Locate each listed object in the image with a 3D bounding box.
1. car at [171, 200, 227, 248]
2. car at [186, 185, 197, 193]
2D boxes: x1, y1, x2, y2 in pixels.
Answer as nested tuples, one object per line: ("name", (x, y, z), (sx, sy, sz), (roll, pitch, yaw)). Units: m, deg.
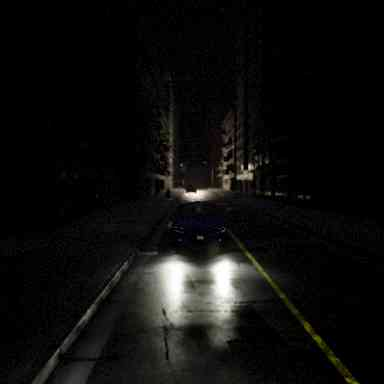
("car", (0.244, 1.101, 13.113), (1.882, 1.535, 5.008), (0, 2, 0))
("car", (-0.162, -0.632, 66.866), (2.097, 1.767, 4.553), (0, 2, 0))
